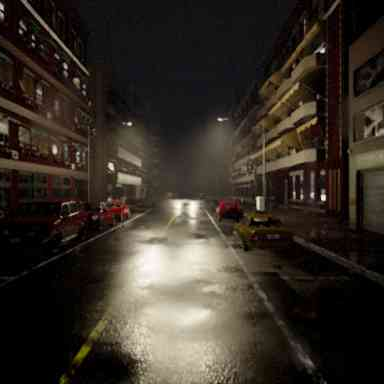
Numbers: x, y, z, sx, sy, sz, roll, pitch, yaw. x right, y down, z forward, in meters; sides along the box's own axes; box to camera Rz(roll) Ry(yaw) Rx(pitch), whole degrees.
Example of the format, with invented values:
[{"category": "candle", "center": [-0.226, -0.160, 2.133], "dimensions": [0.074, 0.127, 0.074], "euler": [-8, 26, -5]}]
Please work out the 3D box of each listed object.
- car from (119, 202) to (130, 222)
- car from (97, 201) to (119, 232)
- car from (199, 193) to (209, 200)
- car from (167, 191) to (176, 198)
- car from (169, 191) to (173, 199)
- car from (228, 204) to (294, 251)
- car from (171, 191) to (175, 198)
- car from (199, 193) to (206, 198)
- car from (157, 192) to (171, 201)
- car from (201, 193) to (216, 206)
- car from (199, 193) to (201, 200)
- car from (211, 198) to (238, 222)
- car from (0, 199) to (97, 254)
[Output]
[{"category": "car", "center": [-5.692, 1.366, 24.453], "dimensions": [1.887, 1.381, 4.507], "euler": [0, 0, 0]}, {"category": "car", "center": [-5.691, 1.302, 18.814], "dimensions": [1.967, 1.590, 4.097], "euler": [0, 0, 0]}, {"category": "car", "center": [2.685, 1.013, 75.173], "dimensions": [1.947, 1.339, 4.313], "euler": [0, 0, 0]}, {"category": "car", "center": [-5.696, 0.635, 92.084], "dimensions": [2.192, 1.841, 5.009], "euler": [0, 0, 0]}, {"category": "car", "center": [-5.696, 1.039, 69.541], "dimensions": [2.008, 1.369, 4.403], "euler": [0, 0, 0]}, {"category": "car", "center": [2.689, 1.428, 13.346], "dimensions": [1.752, 1.417, 4.829], "euler": [0, 0, 0]}, {"category": "car", "center": [-5.696, 0.949, 80.813], "dimensions": [1.887, 1.381, 4.507], "euler": [0, 0, 0]}, {"category": "car", "center": [2.684, 0.945, 86.445], "dimensions": [1.802, 1.307, 4.206], "euler": [0, 0, 0]}, {"category": "car", "center": [-5.695, 1.081, 63.904], "dimensions": [2.008, 1.369, 4.403], "euler": [0, 0, 0]}, {"category": "car", "center": [2.687, 1.207, 46.992], "dimensions": [2.008, 1.369, 4.403], "euler": [0, 0, 0]}, {"category": "car", "center": [2.686, 1.013, 69.707], "dimensions": [1.752, 1.417, 4.829], "euler": [0, 0, 0]}, {"category": "car", "center": [2.688, 1.366, 24.449], "dimensions": [1.887, 1.381, 4.507], "euler": [0, 0, 0]}, {"category": "car", "center": [-5.690, 1.218, 13.178], "dimensions": [2.192, 1.841, 5.009], "euler": [0, 0, 0]}]
